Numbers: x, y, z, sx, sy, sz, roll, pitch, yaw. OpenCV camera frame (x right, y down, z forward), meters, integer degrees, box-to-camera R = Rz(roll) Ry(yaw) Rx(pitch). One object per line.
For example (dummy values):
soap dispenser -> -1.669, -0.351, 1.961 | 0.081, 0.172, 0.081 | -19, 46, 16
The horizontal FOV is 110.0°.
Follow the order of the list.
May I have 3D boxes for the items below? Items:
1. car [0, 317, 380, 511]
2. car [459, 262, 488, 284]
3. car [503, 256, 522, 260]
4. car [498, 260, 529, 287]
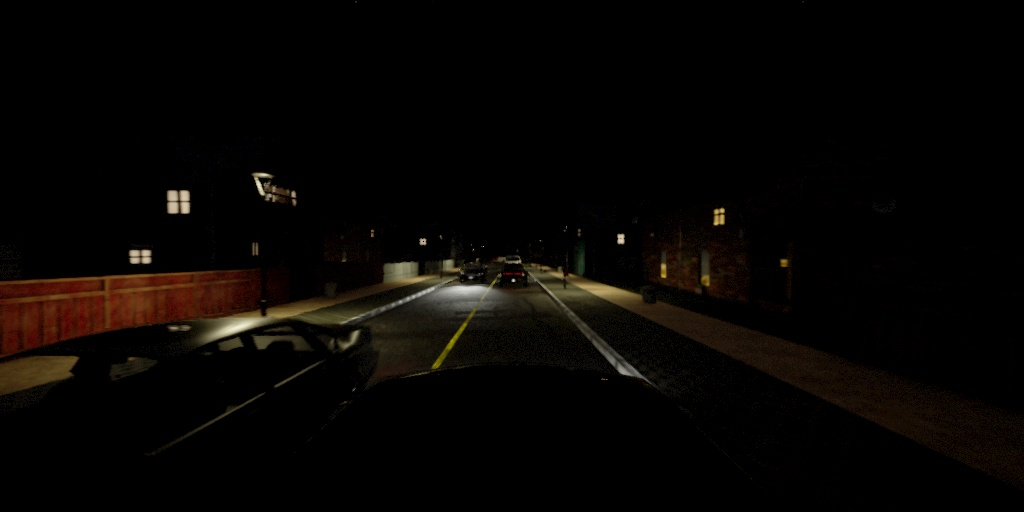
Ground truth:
car -> -2.836, 1.298, 2.879 | 2.033, 1.411, 5.357 | 0, 0, 1
car -> -2.853, 1.253, 27.427 | 2.128, 1.511, 4.902 | 0, 0, 0
car -> 0.091, 0.991, 43.583 | 2.150, 2.045, 5.566 | 0, 0, 0
car -> 0.095, 1.267, 24.950 | 1.837, 1.490, 4.892 | 0, 1, 0
